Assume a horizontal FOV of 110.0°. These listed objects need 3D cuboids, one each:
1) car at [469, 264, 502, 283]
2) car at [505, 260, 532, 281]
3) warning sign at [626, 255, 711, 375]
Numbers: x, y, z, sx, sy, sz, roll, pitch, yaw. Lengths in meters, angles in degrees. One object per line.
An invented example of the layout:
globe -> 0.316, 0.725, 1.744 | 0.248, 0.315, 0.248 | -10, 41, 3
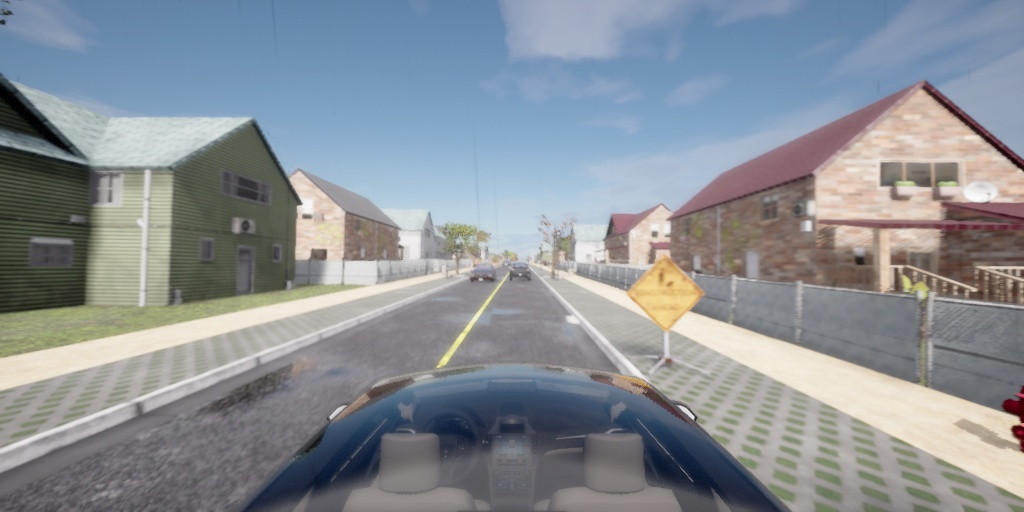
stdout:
car -> -2.195, 1.354, 29.042 | 2.033, 1.411, 5.357 | 1, 0, 2
car -> 0.743, 1.348, 31.843 | 2.128, 1.511, 4.902 | 1, 0, 1
warning sign -> 2.591, 0.908, 6.024 | 1.300, 1.860, 1.060 | 0, 0, 1
